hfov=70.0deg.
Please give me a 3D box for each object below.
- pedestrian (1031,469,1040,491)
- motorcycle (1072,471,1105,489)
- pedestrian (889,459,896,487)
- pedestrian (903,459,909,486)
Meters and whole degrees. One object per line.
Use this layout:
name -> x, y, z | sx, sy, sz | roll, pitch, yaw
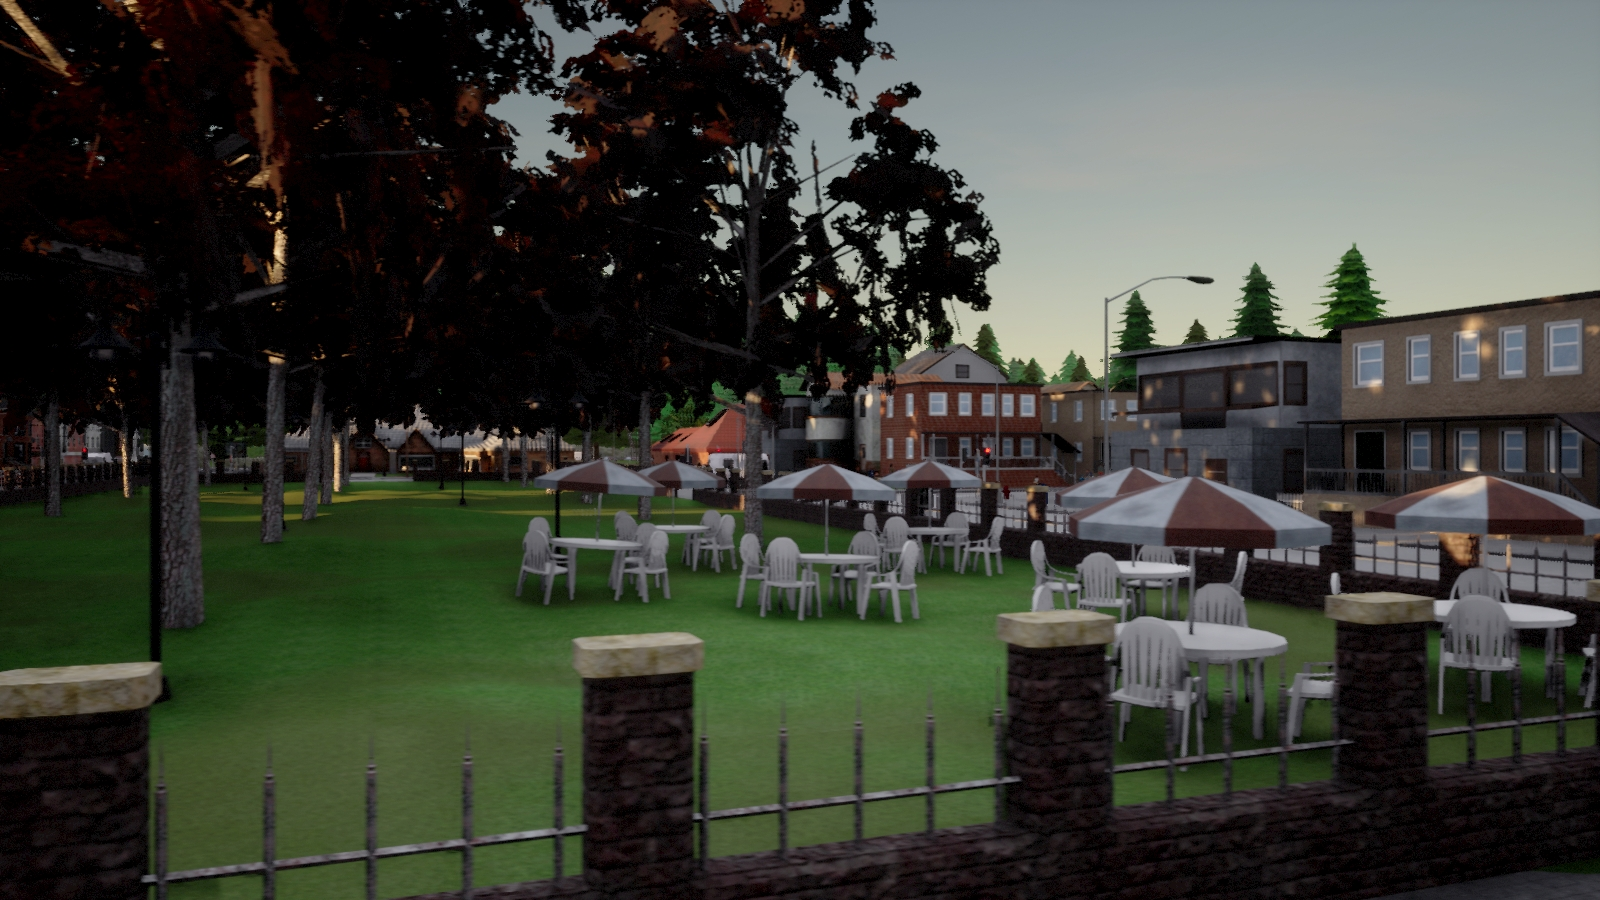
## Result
pedestrian -> 14.053, 1.815, 68.154 | 0.375, 1.300, 0.375 | 0, 0, -11
motorcycle -> 19.321, 1.993, 76.461 | 2.033, 1.145, 0.803 | 0, 0, -20
pedestrian -> 6.170, 1.518, 76.278 | 0.375, 1.860, 0.375 | 0, 0, -27
pedestrian -> 7.197, 1.516, 77.540 | 0.375, 1.860, 0.375 | 0, 0, -2
